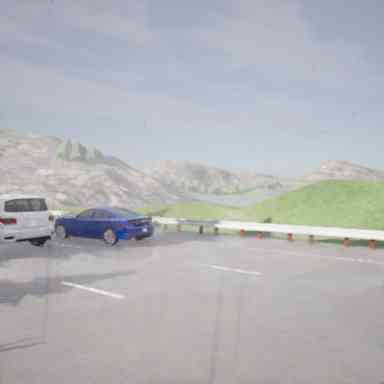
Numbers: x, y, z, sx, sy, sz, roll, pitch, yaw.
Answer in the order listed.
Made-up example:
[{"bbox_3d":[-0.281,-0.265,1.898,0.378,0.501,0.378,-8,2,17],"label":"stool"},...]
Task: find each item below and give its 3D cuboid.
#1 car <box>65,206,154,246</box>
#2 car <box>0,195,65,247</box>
[{"bbox_3d":[-4.009,1.379,14.820,5.008,1.535,1.882,0,0,32],"label":"car"},{"bbox_3d":[-7.851,1.115,13.101,5.566,2.045,2.150,0,0,31],"label":"car"}]
